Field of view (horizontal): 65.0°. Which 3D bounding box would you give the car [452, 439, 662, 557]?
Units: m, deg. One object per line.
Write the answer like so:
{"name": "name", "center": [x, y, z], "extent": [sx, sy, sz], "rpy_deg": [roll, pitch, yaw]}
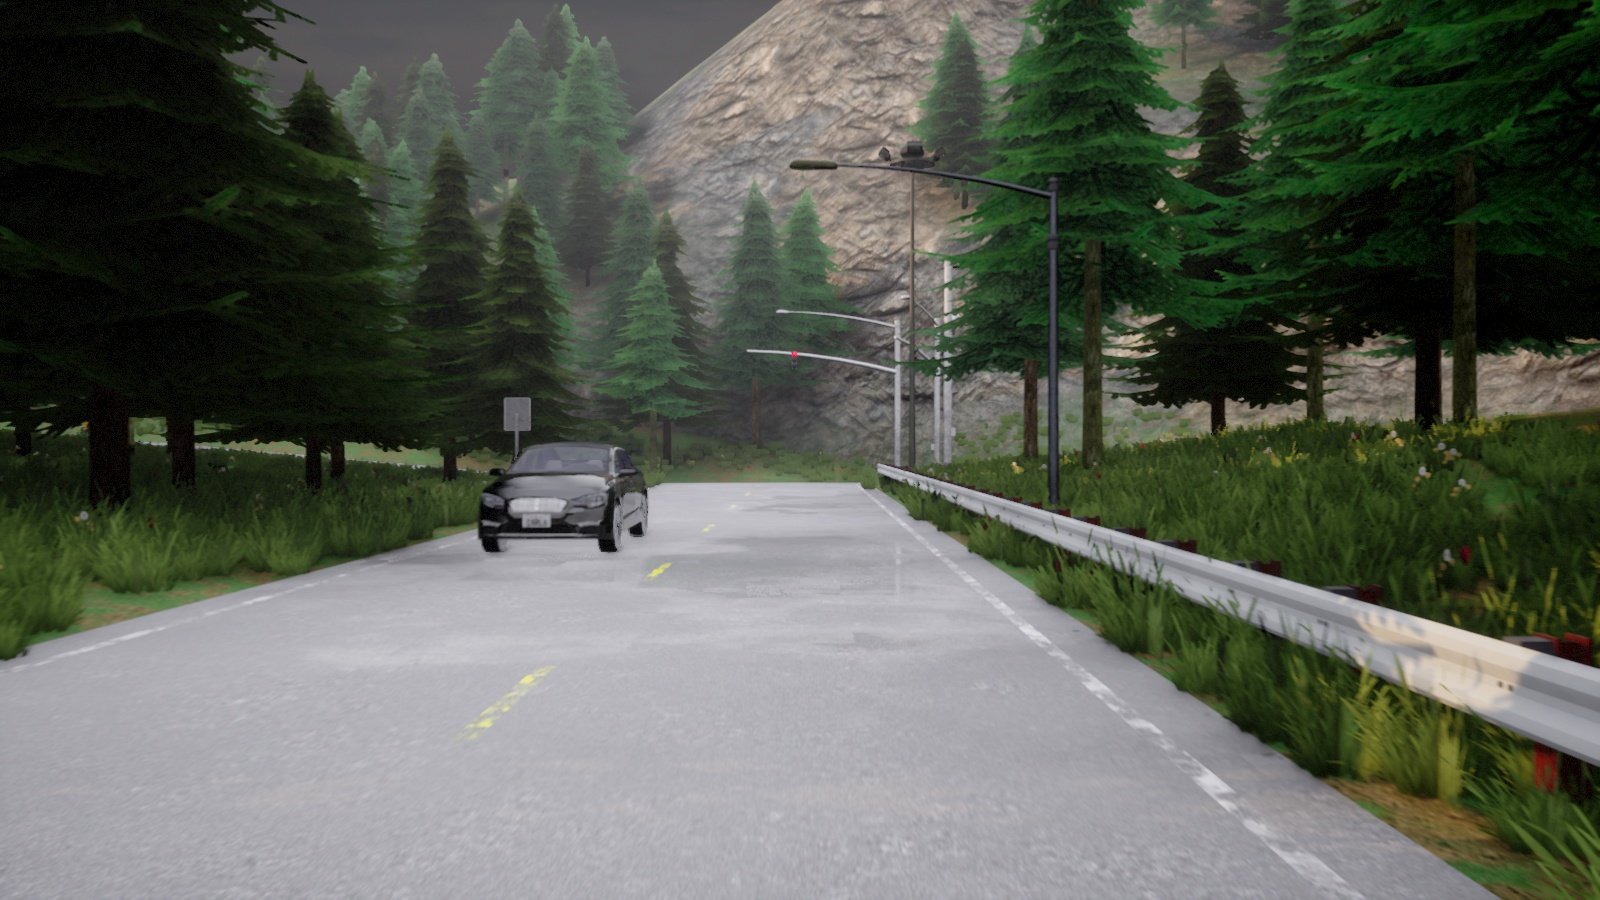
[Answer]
{"name": "car", "center": [-3.379, 0.595, 18.518], "extent": [2.128, 1.511, 4.902], "rpy_deg": [0, 0, 0]}
